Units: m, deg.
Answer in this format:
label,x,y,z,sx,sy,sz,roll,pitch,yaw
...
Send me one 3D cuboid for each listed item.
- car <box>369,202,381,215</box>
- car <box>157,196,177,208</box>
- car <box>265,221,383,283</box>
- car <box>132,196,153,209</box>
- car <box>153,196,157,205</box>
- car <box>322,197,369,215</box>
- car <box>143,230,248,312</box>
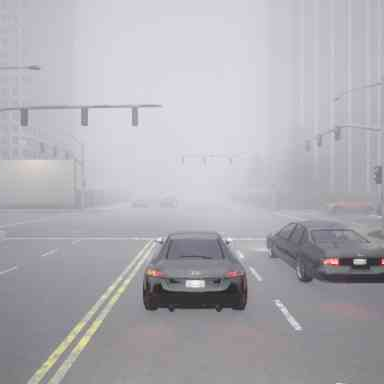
label,x,y,z,sx,sy,sz,roll,pitch,yaw
car,17.101,1.444,26.083,4.902,1.511,2.128,0,0,0
car,-3.605,1.520,48.934,1.837,1.490,4.892,0,0,0
car,3.581,1.550,9.675,2.033,1.411,5.357,0,0,-1
car,-7.107,1.562,46.580,2.033,1.411,5.357,0,0,0
car,-7.089,1.521,58.277,1.837,1.490,4.892,0,1,0
car,15.490,1.307,33.282,4.553,1.767,2.097,0,0,0
car,0.061,1.566,7.791,1.994,1.385,4.181,0,0,0
